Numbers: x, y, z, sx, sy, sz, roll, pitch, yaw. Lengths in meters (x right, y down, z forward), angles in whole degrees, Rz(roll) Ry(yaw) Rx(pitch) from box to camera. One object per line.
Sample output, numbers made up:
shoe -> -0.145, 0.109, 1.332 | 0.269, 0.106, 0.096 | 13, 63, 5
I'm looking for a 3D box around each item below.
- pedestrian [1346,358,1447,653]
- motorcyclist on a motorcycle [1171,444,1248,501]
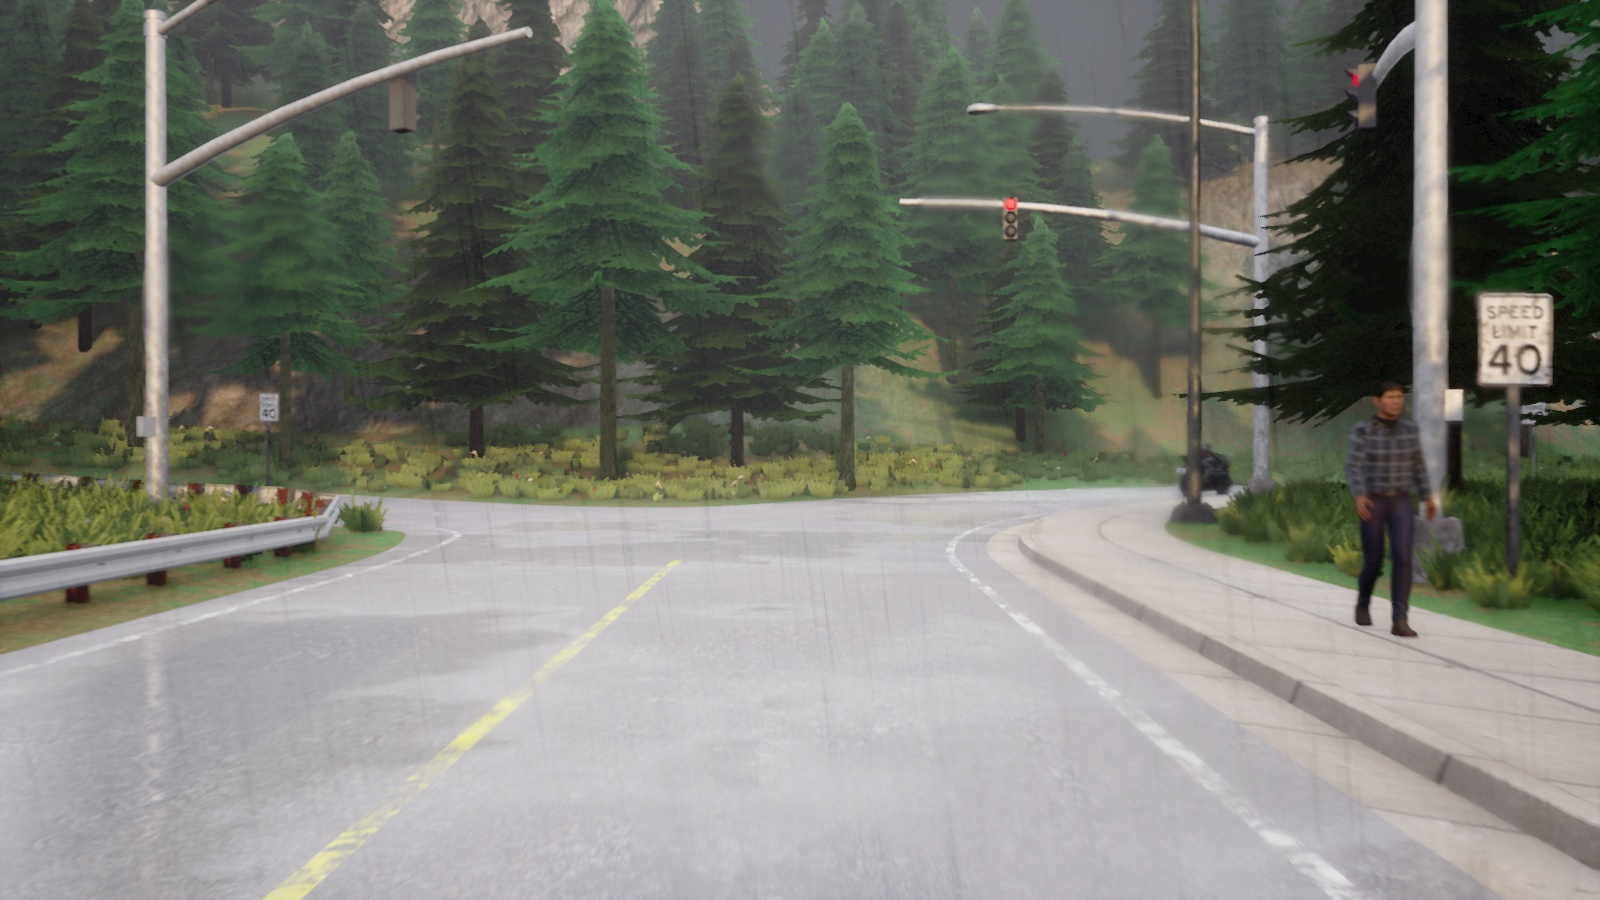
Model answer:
pedestrian -> 4.118, 0.363, 8.707 | 0.423, 1.949, 0.788 | 0, 0, 9
motorcyclist on a motorcycle -> 11.432, 0.595, 35.025 | 2.191, 1.530, 0.866 | 0, 1, -34
